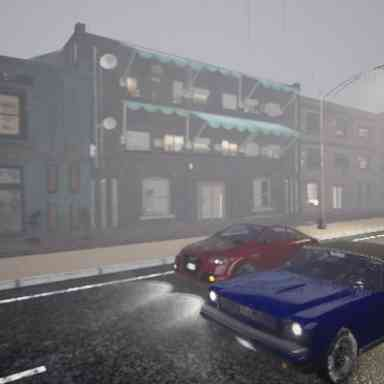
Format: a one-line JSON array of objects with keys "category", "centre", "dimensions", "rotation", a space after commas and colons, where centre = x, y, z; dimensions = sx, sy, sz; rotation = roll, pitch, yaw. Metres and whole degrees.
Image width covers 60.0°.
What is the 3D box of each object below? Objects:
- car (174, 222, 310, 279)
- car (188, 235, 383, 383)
[{"category": "car", "centre": [1.609, 1.514, 8.823], "dimensions": [4.181, 1.385, 1.994], "rotation": [-1, 0, -35]}, {"category": "car", "centre": [2.460, 1.561, 5.441], "dimensions": [4.718, 1.301, 1.895], "rotation": [-1, 0, -36]}]
